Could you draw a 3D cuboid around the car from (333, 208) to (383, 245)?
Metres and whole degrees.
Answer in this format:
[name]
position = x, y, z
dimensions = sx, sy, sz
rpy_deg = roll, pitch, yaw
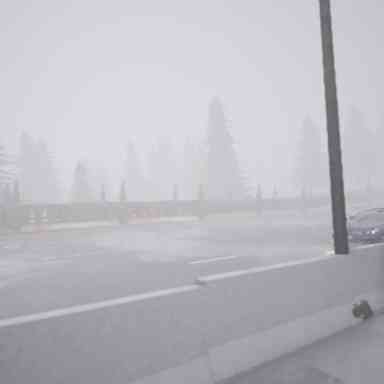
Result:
[car]
position = 7.838, 1.435, 13.881
dimensions = 4.674, 1.442, 1.812
rpy_deg = 0, 0, -35
